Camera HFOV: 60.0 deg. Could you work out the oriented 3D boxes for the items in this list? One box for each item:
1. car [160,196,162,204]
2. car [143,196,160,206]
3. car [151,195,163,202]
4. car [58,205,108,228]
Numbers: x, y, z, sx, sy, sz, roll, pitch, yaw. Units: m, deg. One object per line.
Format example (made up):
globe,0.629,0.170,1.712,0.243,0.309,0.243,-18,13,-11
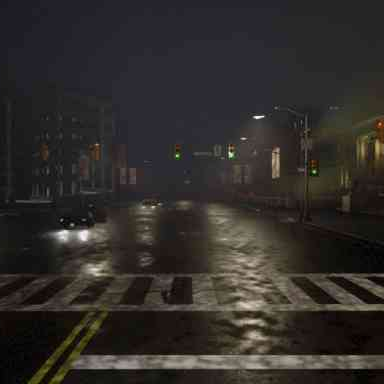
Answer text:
car,-6.997,1.512,66.009,1.837,1.490,4.892,0,0,1
car,-7.016,1.483,55.662,1.882,1.535,5.008,0,0,0
car,-8.310,1.548,77.662,2.033,1.411,5.357,0,0,-14
car,-7.066,1.550,22.272,2.033,1.411,5.357,0,0,0
